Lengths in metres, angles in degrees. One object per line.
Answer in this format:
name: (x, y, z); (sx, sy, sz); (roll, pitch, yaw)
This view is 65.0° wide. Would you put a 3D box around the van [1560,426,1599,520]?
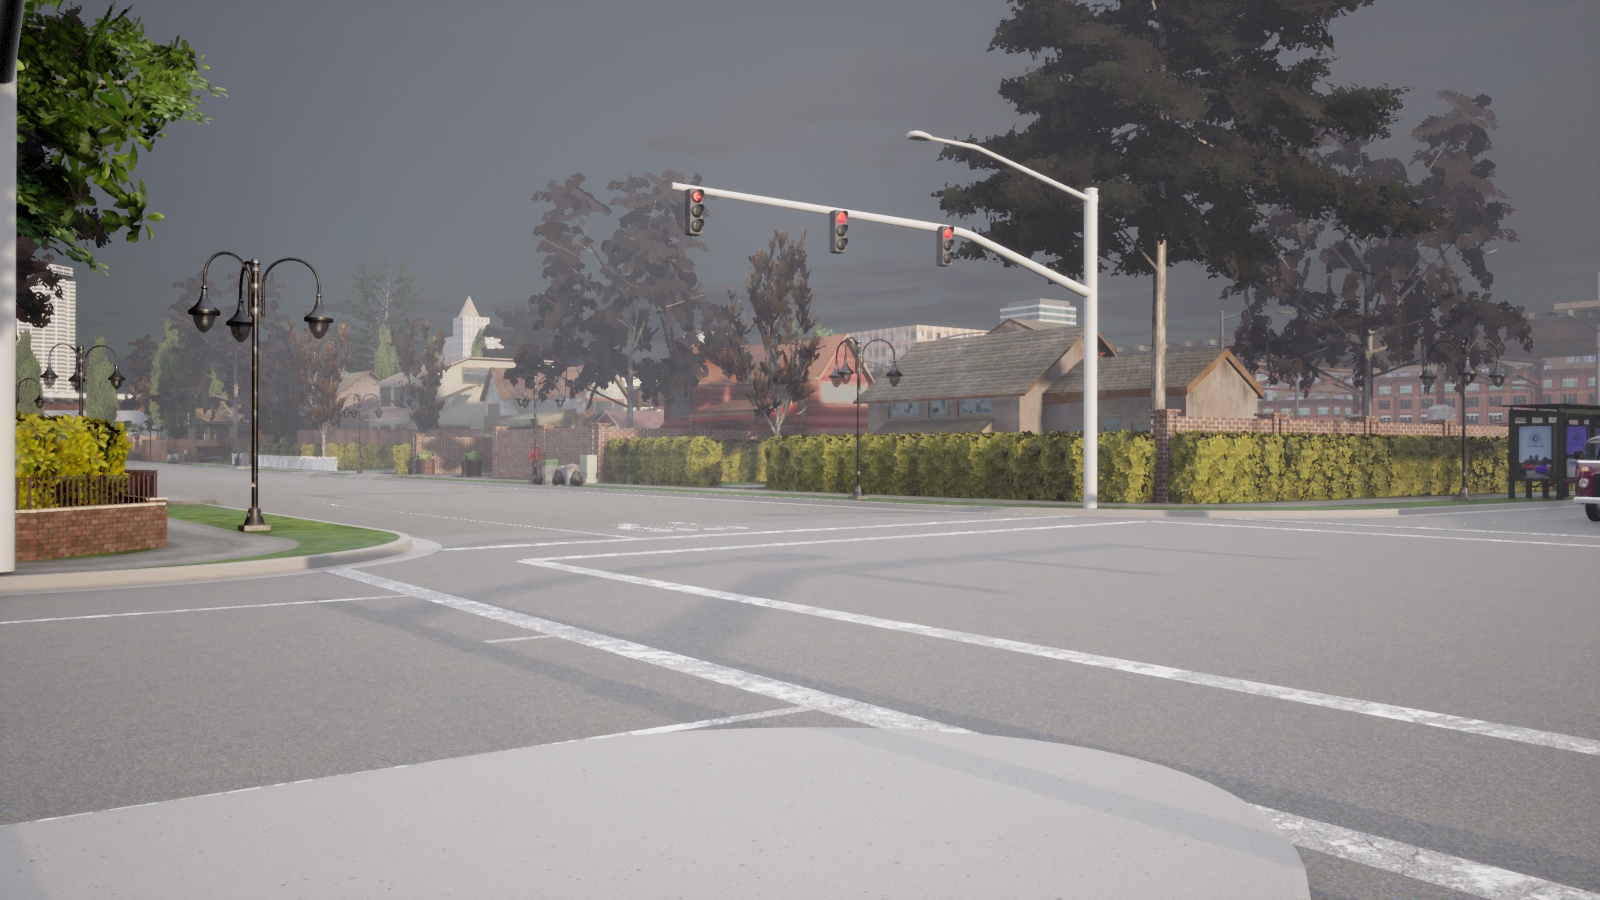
van: (19.198, 0.497, 28.227); (4.480, 2.038, 2.069); (0, 0, -37)
